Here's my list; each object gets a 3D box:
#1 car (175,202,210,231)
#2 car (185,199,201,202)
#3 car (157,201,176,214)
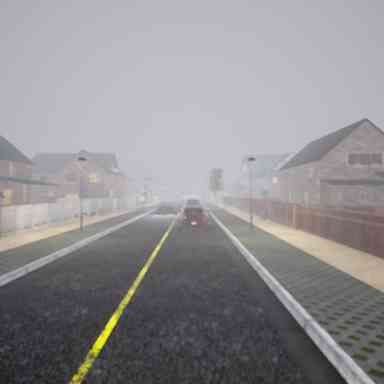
[{"bbox_3d":[0.104,1.553,20.579,1.812,1.442,4.674,0,0,0],"label":"car"},{"bbox_3d":[0.113,1.559,41.086,1.882,1.535,5.008,0,0,0],"label":"car"},{"bbox_3d":[-2.798,1.670,37.181,1.895,1.301,4.718,0,0,0],"label":"car"}]
